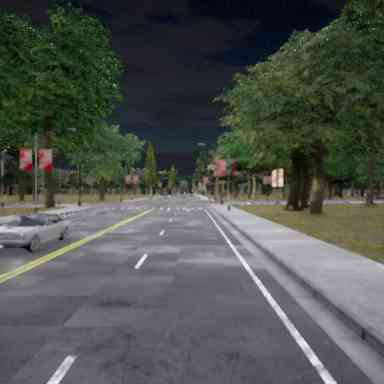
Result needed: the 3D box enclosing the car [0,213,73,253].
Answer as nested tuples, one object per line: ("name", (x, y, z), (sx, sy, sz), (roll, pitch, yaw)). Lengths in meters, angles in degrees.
("car", (-6.597, 1.561, 13.631), (1.895, 1.301, 4.718), (0, 0, 0))
